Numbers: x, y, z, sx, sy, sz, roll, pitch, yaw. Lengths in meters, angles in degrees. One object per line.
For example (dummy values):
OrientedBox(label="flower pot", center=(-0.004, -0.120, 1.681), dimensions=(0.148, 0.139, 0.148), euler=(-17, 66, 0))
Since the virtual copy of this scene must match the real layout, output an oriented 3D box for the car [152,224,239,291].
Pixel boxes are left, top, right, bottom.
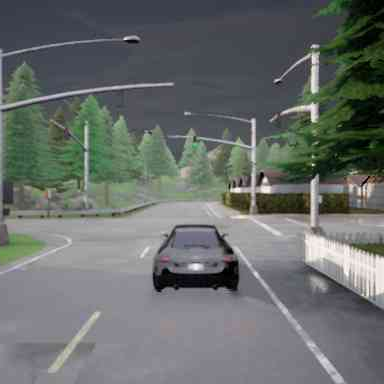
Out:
OrientedBox(label="car", center=(0.085, 1.556, 9.031), dimensions=(1.994, 1.385, 4.181), euler=(0, 0, 0))
